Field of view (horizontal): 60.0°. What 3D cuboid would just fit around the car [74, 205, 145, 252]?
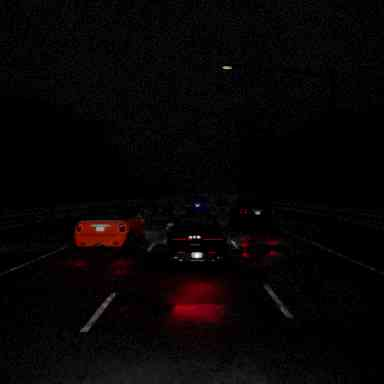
[{"bbox_3d":[-3.301,1.366,14.199,2.097,1.767,4.553,0,0,1],"label":"car"}]

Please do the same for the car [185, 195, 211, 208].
[{"bbox_3d":[0.560,1.281,31.262,2.150,2.045,5.566,0,0,2],"label":"car"}]

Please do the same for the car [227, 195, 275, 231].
[{"bbox_3d":[3.703,1.249,21.128,2.150,2.045,5.566,0,0,1],"label":"car"}]

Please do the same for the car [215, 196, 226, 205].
[{"bbox_3d":[5.801,1.651,68.735,2.097,1.767,4.553,0,0,4],"label":"car"}]

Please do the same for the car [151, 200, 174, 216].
[{"bbox_3d":[-2.870,1.544,33.406,1.882,1.535,5.008,0,0,2],"label":"car"}]

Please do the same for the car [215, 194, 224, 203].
[{"bbox_3d":[7.003,1.642,84.645,2.150,2.045,5.566,0,0,5],"label":"car"}]

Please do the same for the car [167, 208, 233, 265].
[{"bbox_3d":[0.168,1.515,11.700,1.837,1.490,4.892,0,0,1],"label":"car"}]

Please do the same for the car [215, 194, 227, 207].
[{"bbox_3d":[5.064,1.559,56.862,2.097,1.767,4.553,0,0,3],"label":"car"}]
